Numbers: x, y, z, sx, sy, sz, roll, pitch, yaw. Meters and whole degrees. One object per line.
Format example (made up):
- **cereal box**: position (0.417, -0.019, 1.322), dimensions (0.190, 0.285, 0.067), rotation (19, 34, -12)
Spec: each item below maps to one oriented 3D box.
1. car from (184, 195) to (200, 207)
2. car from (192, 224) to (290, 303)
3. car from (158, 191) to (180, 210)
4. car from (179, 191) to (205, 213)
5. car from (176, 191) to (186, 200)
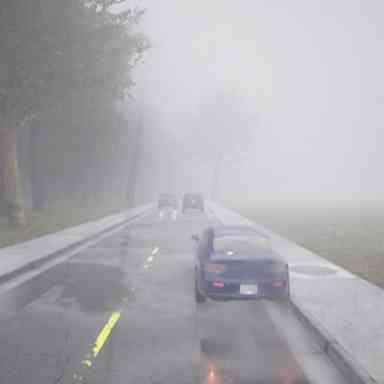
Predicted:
- **car**: position (0.087, 1.249, 46.475), dimensions (2.128, 1.511, 4.902), rotation (0, 0, 1)
- **car**: position (0.973, 1.484, 7.976), dimensions (1.812, 1.442, 4.674), rotation (0, 0, 0)
- **car**: position (-2.802, 1.017, 39.680), dimensions (2.150, 2.045, 5.566), rotation (0, 0, 0)
- **car**: position (0.108, 1.044, 34.065), dimensions (2.150, 2.045, 5.566), rotation (0, 0, 0)
- **car**: position (-2.658, 0.810, 79.058), dimensions (2.150, 2.045, 5.566), rotation (0, 0, 0)
